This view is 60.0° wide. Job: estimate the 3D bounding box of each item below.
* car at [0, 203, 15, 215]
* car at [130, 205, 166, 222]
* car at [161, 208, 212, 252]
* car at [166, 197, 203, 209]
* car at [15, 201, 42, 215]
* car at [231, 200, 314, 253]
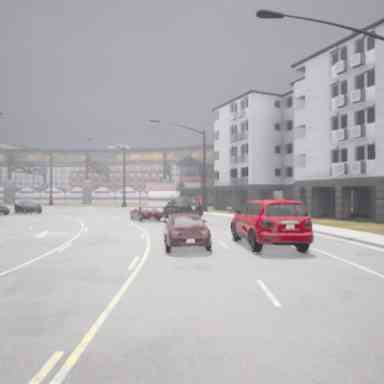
[{"bbox_3d":[-22.265,1.879,37.404,5.357,1.411,2.033,-1,-1,43],"label":"car"},{"bbox_3d":[-4.140,1.861,29.244,1.895,1.301,4.718,0,-1,-23],"label":"car"},{"bbox_3d":[-0.293,1.656,14.546,1.812,1.442,4.674,0,0,-6],"label":"car"},{"bbox_3d":[-0.882,1.488,30.540,2.150,2.045,5.566,0,0,-23],"label":"car"},{"bbox_3d":[-19.538,1.830,39.596,5.008,1.535,1.882,-1,-1,45],"label":"car"},{"bbox_3d":[3.246,1.346,14.495,2.150,2.045,5.566,0,0,-5],"label":"car"}]
